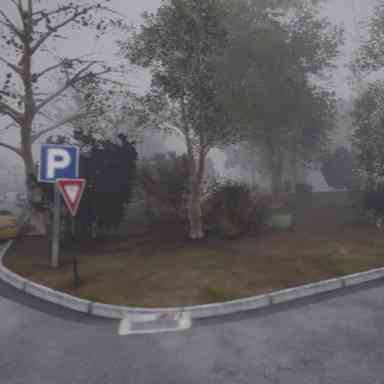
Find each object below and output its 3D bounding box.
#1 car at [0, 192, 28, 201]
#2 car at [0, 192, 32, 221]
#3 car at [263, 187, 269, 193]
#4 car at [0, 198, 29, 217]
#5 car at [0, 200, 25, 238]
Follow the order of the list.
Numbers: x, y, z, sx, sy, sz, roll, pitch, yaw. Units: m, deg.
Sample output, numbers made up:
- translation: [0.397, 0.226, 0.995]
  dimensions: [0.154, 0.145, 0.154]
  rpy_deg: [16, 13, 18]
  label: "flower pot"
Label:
- translation: [-13.121, 1.138, 20.246]
  dimensions: [5.566, 2.045, 2.435]
  rpy_deg: [-4, 1, -24]
  label: "car"
- translation: [-15.333, 1.168, 25.241]
  dimensions: [5.566, 2.045, 2.435]
  rpy_deg: [-4, 1, -24]
  label: "car"
- translation: [9.071, -0.176, 49.532]
  dimensions: [4.674, 1.442, 1.812]
  rpy_deg: [-3, 0, -11]
  label: "car"
- translation: [-10.620, 1.380, 15.100]
  dimensions: [5.366, 1.575, 1.946]
  rpy_deg: [-4, 2, -24]
  label: "car"
- translation: [-9.552, 1.392, 12.663]
  dimensions: [5.366, 1.575, 1.946]
  rpy_deg: [-4, 2, -24]
  label: "car"
